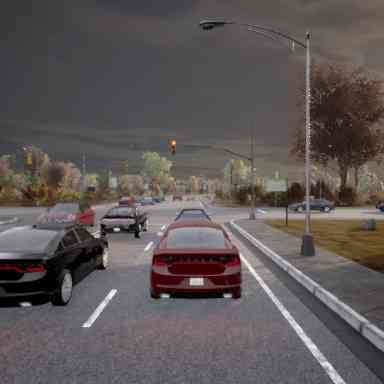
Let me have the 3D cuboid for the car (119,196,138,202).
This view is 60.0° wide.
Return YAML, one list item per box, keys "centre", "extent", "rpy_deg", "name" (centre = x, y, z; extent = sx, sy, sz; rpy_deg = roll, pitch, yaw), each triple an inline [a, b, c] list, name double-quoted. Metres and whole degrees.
- centre: [-10.753, 1.477, 54.957]
  extent: [1.882, 1.535, 5.008]
  rpy_deg: [0, 0, 0]
  name: "car"

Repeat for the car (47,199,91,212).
- centre: [-7.157, 1.352, 19.371]
  extent: [2.097, 1.767, 4.553]
  rpy_deg: [0, 0, 0]
  name: "car"

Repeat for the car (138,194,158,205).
- centre: [-7.259, 1.525, 55.347]
  extent: [1.812, 1.442, 4.674]
  rpy_deg: [0, 0, 0]
  name: "car"

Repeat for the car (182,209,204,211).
- centre: [0.049, 1.564, 17.507]
  extent: [1.994, 1.385, 4.181]
  rpy_deg: [0, 0, 0]
  name: "car"

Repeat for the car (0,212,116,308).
- centre: [-3.422, 1.478, 8.041]
  extent: [1.882, 1.535, 5.008]
  rpy_deg: [0, 0, 0]
  name: "car"

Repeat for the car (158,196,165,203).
- centre: [-7.228, 1.547, 66.730]
  extent: [2.033, 1.411, 5.357]
  rpy_deg: [0, 0, 0]
  name: "car"

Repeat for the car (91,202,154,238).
- centre: [-3.445, 1.491, 17.527]
  extent: [2.128, 1.511, 4.902]
  rpy_deg: [0, 0, -1]
  name: "car"

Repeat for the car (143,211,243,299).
- centre: [0.076, 1.478, 8.518]
  extent: [1.882, 1.535, 5.008]
  rpy_deg: [0, 0, 0]
  name: "car"

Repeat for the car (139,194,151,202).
- centre: [-10.736, 1.355, 76.026]
  extent: [2.097, 1.767, 4.553]
  rpy_deg: [0, 0, 0]
  name: "car"

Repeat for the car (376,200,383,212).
- centre: [23.265, 1.212, 36.401]
  extent: [5.566, 2.045, 2.150]
  rpy_deg: [0, 0, 3]
  name: "car"

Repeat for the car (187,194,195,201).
- centre: [-0.262, 1.348, 85.711]
  extent: [2.097, 1.767, 4.553]
  rpy_deg: [0, 0, 0]
  name: "car"

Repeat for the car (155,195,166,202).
- centre: [-7.239, 1.540, 77.212]
  extent: [2.033, 1.411, 5.357]
  rpy_deg: [0, 0, 0]
  name: "car"

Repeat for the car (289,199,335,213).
- centre: [13.268, 1.505, 36.912]
  extent: [4.892, 1.490, 1.837]
  rpy_deg: [0, 0, 3]
  name: "car"

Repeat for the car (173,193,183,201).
- centre: [-3.761, 1.217, 85.344]
  extent: [2.150, 2.045, 5.566]
  rpy_deg: [0, 0, 0]
  name: "car"
